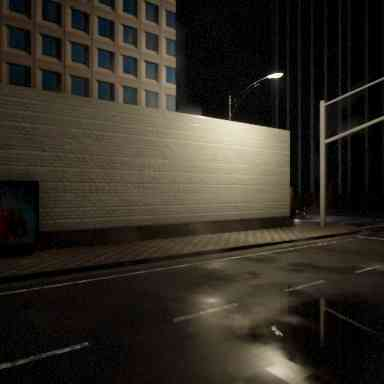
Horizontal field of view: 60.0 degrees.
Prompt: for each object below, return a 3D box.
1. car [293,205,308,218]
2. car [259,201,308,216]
[{"bbox_3d":[8.138,1.581,29.990,1.812,1.442,4.674,0,0,-36],"label":"car"},{"bbox_3d":[9.339,1.656,34.316,1.895,1.301,4.718,0,0,-36],"label":"car"}]
